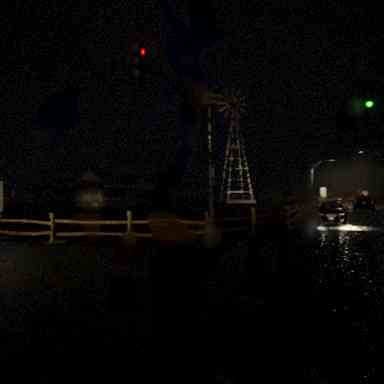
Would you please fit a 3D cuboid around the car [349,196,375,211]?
[{"bbox_3d":[19.466,1.223,37.868,2.097,1.767,4.553,-1,0,24],"label":"car"}]

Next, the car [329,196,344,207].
[{"bbox_3d":[22.159,1.404,50.935,1.882,1.535,5.008,-1,0,24],"label":"car"}]

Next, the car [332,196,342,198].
[{"bbox_3d":[13.966,1.407,32.600,1.882,1.535,5.008,-1,0,25],"label":"car"}]

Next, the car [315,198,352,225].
[{"bbox_3d":[9.941,1.434,23.661,2.128,1.511,4.902,-1,0,24],"label":"car"}]

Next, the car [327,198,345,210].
[{"bbox_3d":[18.046,1.487,41.678,1.994,1.385,4.181,-1,0,24],"label":"car"}]
